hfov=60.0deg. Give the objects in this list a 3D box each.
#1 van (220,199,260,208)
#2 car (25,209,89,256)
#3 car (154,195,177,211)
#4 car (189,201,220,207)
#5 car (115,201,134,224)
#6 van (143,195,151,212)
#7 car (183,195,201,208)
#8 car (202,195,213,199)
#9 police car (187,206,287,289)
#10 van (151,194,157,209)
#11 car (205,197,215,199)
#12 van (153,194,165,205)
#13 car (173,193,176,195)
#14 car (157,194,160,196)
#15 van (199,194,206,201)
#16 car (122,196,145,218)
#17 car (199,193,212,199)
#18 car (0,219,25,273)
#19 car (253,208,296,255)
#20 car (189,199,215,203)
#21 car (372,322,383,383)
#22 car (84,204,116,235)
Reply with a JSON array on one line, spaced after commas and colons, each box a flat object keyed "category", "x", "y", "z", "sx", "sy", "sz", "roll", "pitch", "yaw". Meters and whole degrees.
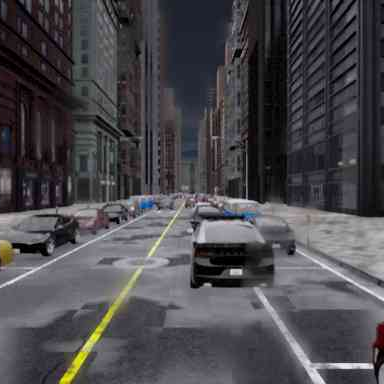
[{"category": "van", "x": 2.756, "y": 1.329, "z": 18.657, "sx": 1.690, "sy": 1.788, "sz": 3.998, "roll": 0, "pitch": 0, "yaw": 0}, {"category": "car", "x": -5.767, "y": 1.556, "z": 13.002, "sx": 1.947, "sy": 1.339, "sz": 4.313, "roll": 0, "pitch": 0, "yaw": 0}, {"category": "car", "x": -3.109, "y": 1.490, "z": 40.361, "sx": 1.837, "sy": 1.490, "sz": 4.892, "roll": 0, "pitch": 0, "yaw": 0}, {"category": "car", "x": 0.895, "y": 1.494, "z": 19.206, "sx": 1.837, "sy": 1.490, "sz": 4.892, "roll": 0, "pitch": 0, "yaw": 0}, {"category": "car", "x": -5.770, "y": 1.552, "z": 24.275, "sx": 1.947, "sy": 1.339, "sz": 4.313, "roll": 0, "pitch": 0, "yaw": 0}, {"category": "van", "x": -5.774, "y": 1.326, "z": 35.549, "sx": 1.690, "sy": 1.788, "sz": 3.998, "roll": 0, "pitch": 0, "yaw": 0}, {"category": "car", "x": 0.008, "y": 1.512, "z": 46.645, "sx": 1.812, "sy": 1.442, "sz": 4.674, "roll": 0, "pitch": 0, "yaw": 0}, {"category": "car", "x": 2.749, "y": 1.531, "z": 46.839, "sx": 1.887, "sy": 1.381, "sz": 4.507, "roll": 0, "pitch": 0, "yaw": 0}, {"category": "police car", "x": 0.898, "y": 1.418, "z": 9.316, "sx": 1.930, "sy": 1.638, "sz": 5.238, "roll": 0, "pitch": 0, "yaw": 0}, {"category": "van", "x": -5.775, "y": 1.327, "z": 41.185, "sx": 1.690, "sy": 1.788, "sz": 3.998, "roll": 0, "pitch": 0, "yaw": 0}, {"category": "car", "x": 2.752, "y": 1.536, "z": 35.566, "sx": 2.008, "sy": 1.369, "sz": 4.403, "roll": 0, "pitch": 0, "yaw": 0}, {"category": "van", "x": -5.780, "y": 1.331, "z": 58.094, "sx": 1.690, "sy": 1.788, "sz": 3.998, "roll": 0, "pitch": 0, "yaw": 0}, {"category": "car", "x": -5.787, "y": 1.577, "z": 86.277, "sx": 1.947, "sy": 1.339, "sz": 4.313, "roll": 0, "pitch": 0, "yaw": 0}, {"category": "car", "x": -5.778, "y": 1.303, "z": 52.457, "sx": 2.192, "sy": 1.841, "sz": 5.009, "roll": 0, "pitch": 0, "yaw": 0}, {"category": "van", "x": 2.738, "y": 1.352, "z": 86.292, "sx": 1.690, "sy": 1.788, "sz": 3.998, "roll": 0, "pitch": 0, "yaw": 0}, {"category": "car", "x": -5.772, "y": 1.425, "z": 29.912, "sx": 1.967, "sy": 1.590, "sz": 4.097, "roll": 0, "pitch": 0, "yaw": 0}, {"category": "car", "x": 2.745, "y": 1.305, "z": 58.111, "sx": 2.192, "sy": 1.841, "sz": 5.009, "roll": 0, "pitch": 0, "yaw": 0}, {"category": "car", "x": -5.765, "y": 1.520, "z": 7.195, "sx": 1.752, "sy": 1.417, "sz": 4.829, "roll": 0, "pitch": 0, "yaw": 0}, {"category": "car", "x": 2.758, "y": 1.541, "z": 13.021, "sx": 2.008, "sy": 1.369, "sz": 4.403, "roll": 0, "pitch": 0, "yaw": 0}, {"category": "car", "x": 0.843, "y": 1.513, "z": 25.204, "sx": 1.812, "sy": 1.442, "sz": 4.674, "roll": 0, "pitch": 0, "yaw": 0}, {"category": "car", "x": 2.761, "y": 1.543, "z": 1.749, "sx": 1.887, "sy": 1.381, "sz": 4.507, "roll": 0, "pitch": 0, "yaw": 0}, {"category": "car", "x": -5.768, "y": 1.570, "z": 18.639, "sx": 1.802, "sy": 1.307, "sz": 4.206, "roll": 0, "pitch": 0, "yaw": 0}]
